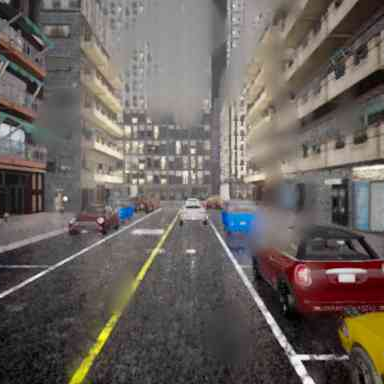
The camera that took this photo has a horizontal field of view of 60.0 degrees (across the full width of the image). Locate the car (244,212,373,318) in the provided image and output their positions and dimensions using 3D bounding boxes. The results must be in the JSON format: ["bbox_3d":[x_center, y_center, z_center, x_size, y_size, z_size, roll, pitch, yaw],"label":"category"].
[{"bbox_3d":[2.553,1.440,7.423,1.967,1.590,4.097,-1,0,0],"label":"car"}]

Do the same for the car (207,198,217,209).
[{"bbox_3d":[2.547,1.539,40.718,1.887,1.381,4.507,-1,0,0],"label":"car"}]

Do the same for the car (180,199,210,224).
[{"bbox_3d":[0.095,1.523,24.379,1.812,1.442,4.674,0,0,0],"label":"car"}]

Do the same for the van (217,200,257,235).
[{"bbox_3d":[2.549,1.340,18.522,1.690,1.788,3.998,-1,0,0],"label":"van"}]

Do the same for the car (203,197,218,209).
[{"bbox_3d":[2.546,1.518,46.437,1.752,1.417,4.829,-1,0,0],"label":"car"}]

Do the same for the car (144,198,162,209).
[{"bbox_3d":[-5.334,1.537,46.246,1.887,1.381,4.507,-1,0,0],"label":"car"}]

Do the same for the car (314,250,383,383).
[{"bbox_3d":[2.555,1.525,2.044,1.752,1.417,4.829,-1,0,0],"label":"car"}]

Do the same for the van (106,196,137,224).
[{"bbox_3d":[-5.332,1.339,24.049,1.690,1.788,3.998,-1,0,0],"label":"van"}]

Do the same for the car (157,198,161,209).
[{"bbox_3d":[-5.333,1.560,40.697,1.947,1.339,4.313,-1,0,0],"label":"car"}]

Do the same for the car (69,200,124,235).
[{"bbox_3d":[-5.330,1.439,18.501,1.967,1.590,4.097,-1,0,0],"label":"car"}]

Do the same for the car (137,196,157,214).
[{"bbox_3d":[-5.334,1.310,35.148,2.192,1.841,5.009,-1,0,0],"label":"car"}]

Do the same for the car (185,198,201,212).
[{"bbox_3d":[0.089,1.520,40.412,1.812,1.442,4.674,0,0,0],"label":"car"}]
